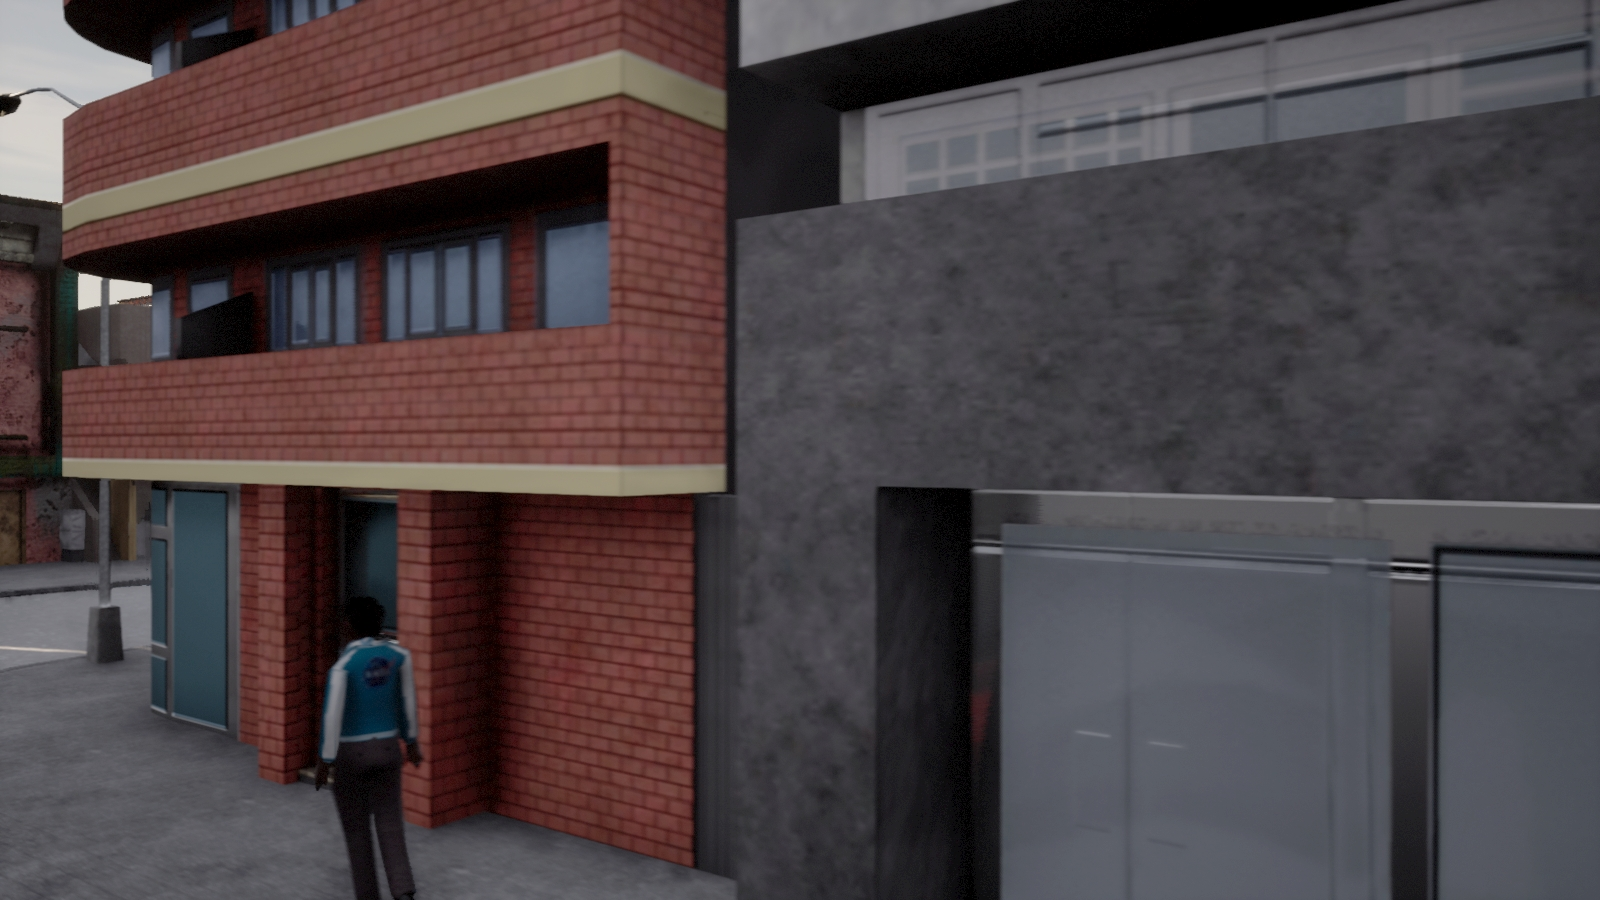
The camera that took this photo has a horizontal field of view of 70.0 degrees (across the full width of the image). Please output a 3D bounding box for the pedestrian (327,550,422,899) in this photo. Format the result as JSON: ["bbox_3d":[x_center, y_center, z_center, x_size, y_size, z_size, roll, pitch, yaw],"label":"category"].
[{"bbox_3d":[-2.380,1.511,6.390,0.375,1.860,0.375,0,0,45],"label":"pedestrian"}]
